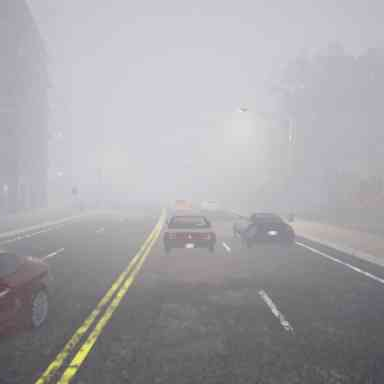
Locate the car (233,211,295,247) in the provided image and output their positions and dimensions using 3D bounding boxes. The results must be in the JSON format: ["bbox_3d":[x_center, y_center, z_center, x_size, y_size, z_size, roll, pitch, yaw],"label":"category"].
[{"bbox_3d":[3.068,1.555,14.888,1.994,1.385,4.181,0,0,-2],"label":"car"}]

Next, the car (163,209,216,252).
[{"bbox_3d":[-0.140,1.597,13.888,1.895,1.301,4.718,0,0,-2],"label":"car"}]

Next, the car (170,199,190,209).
[{"bbox_3d":[-1.274,1.457,35.524,1.882,1.535,5.008,0,0,-4],"label":"car"}]

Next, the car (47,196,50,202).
[{"bbox_3d":[-27.773,1.056,59.548,4.097,1.590,1.967,1,-1,-14],"label":"car"}]

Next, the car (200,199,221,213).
[{"bbox_3d":[1.943,1.500,36.095,1.812,1.442,4.674,0,0,-4],"label":"car"}]

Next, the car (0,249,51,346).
[{"bbox_3d":[-3.381,1.529,4.181,1.812,1.442,4.674,0,0,0],"label":"car"}]
